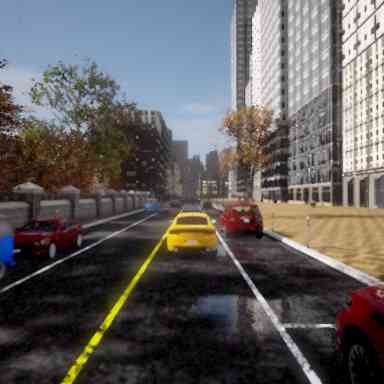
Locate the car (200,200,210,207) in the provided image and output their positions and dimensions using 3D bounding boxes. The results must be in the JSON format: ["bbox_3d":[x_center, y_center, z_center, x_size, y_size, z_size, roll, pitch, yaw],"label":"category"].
[{"bbox_3d":[2.668,2.343,69.578,1.752,1.417,4.829,0,-1,0],"label":"car"}]

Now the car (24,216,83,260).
[{"bbox_3d":[-5.697,1.688,13.087,1.887,1.381,4.507,0,-1,0],"label":"car"}]

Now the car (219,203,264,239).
[{"bbox_3d":[2.681,1.521,18.724,2.192,1.841,5.009,0,-1,0],"label":"car"}]

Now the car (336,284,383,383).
[{"bbox_3d":[2.686,1.336,1.828,2.192,1.841,5.009,0,-1,0],"label":"car"}]

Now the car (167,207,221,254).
[{"bbox_3d":[0.026,1.633,14.242,1.882,1.535,5.008,0,0,1],"label":"car"}]

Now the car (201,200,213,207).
[{"bbox_3d":[2.671,2.240,58.143,1.947,1.339,4.313,0,-1,0],"label":"car"}]

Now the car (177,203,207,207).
[{"bbox_3d":[0.017,1.883,28.534,1.994,1.385,4.181,0,-1,0],"label":"car"}]

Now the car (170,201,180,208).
[{"bbox_3d":[-3.061,2.315,61.419,1.895,1.301,4.718,0,-1,1],"label":"car"}]

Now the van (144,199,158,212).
[{"bbox_3d":[-5.707,1.877,46.878,1.690,1.788,3.998,0,-1,0],"label":"van"}]

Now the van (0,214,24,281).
[{"bbox_3d":[-5.695,1.422,7.457,1.690,1.788,3.998,0,-1,0],"label":"van"}]
